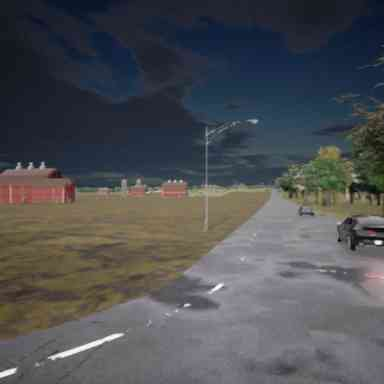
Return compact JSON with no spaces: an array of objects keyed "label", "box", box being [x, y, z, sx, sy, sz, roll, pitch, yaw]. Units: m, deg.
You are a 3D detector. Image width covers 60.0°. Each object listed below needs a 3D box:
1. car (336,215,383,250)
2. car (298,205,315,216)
[{"label":"car","box":[8.271,1.878,16.042,1.837,1.490,4.892,0,-1,14]},{"label":"car","box":[15.370,2.506,44.773,2.033,1.411,5.357,0,-1,14]}]
